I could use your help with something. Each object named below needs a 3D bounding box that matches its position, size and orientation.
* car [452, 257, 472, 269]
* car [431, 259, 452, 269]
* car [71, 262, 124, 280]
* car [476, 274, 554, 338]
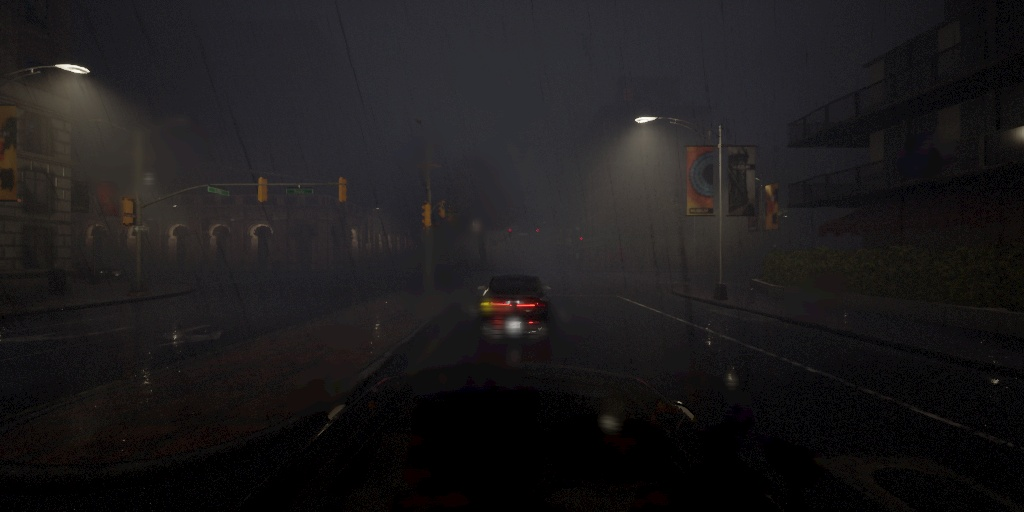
[{"bbox_3d":[-8.054,1.276,58.349,1.812,1.442,4.674,0,0,0],"label":"car"},{"bbox_3d":[-11.545,1.276,58.574,1.812,1.442,4.674,0,0,0],"label":"car"},{"bbox_3d":[-33.901,1.242,28.551,4.902,1.511,2.128,0,0,0],"label":"car"},{"bbox_3d":[0.077,1.255,10.153,1.837,1.490,4.892,0,0,0],"label":"car"}]
